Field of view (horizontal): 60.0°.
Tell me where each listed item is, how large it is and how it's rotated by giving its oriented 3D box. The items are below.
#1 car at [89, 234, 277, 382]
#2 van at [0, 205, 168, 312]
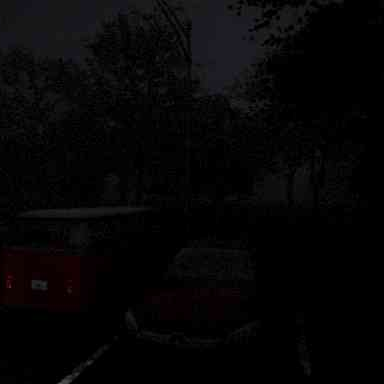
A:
[{"bbox_3d":[0.442,1.548,5.766,2.002,1.452,4.674,0,-1,15],"label":"car"},{"bbox_3d":[-1.964,1.307,7.595,1.878,1.987,4.442,0,-1,15],"label":"van"}]
